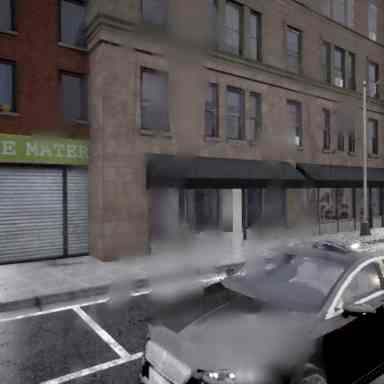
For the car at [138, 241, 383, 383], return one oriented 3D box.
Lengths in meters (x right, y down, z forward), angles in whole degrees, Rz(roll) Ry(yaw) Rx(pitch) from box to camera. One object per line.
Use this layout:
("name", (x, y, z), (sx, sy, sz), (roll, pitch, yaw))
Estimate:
("car", (1.696, 1.490, 4.461), (4.902, 1.511, 2.128), (0, 0, -35))
